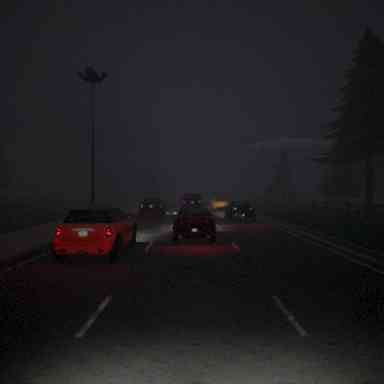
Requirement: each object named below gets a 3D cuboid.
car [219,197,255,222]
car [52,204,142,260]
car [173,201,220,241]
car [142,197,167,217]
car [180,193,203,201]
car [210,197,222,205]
[{"bbox_3d":[3.588,1.416,25.761,2.128,1.511,4.902,0,0,0],"label":"car"},{"bbox_3d":[-3.396,1.316,12.485,2.097,1.767,4.553,0,0,0],"label":"car"},{"bbox_3d":[0.105,1.430,16.308,1.882,1.535,5.008,0,0,0],"label":"car"},{"bbox_3d":[-3.455,1.265,30.047,2.097,1.767,4.553,0,0,-1],"label":"car"},{"bbox_3d":[-0.034,1.119,35.255,2.150,2.045,5.566,0,0,-1],"label":"car"},{"bbox_3d":[3.330,1.358,41.144,1.882,1.535,5.008,0,0,-1],"label":"car"}]
